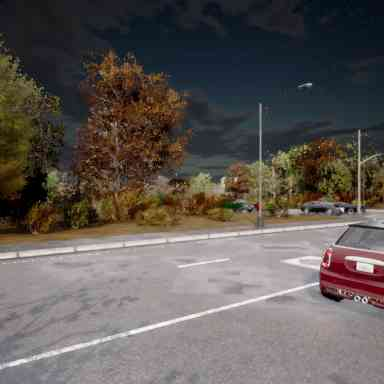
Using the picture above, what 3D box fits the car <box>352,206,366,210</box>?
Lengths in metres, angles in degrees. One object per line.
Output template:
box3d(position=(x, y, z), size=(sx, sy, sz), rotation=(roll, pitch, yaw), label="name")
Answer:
box3d(position=(17.144, 1.827, 37.807), size=(1.895, 1.301, 4.718), rotation=(0, -1, -32), label="car")

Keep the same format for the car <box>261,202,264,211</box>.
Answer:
box3d(position=(10.783, 2.127, 48.012), size=(1.882, 1.535, 5.008), rotation=(0, -3, -32), label="car")

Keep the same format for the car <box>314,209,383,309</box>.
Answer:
box3d(position=(4.811, 1.363, 7.120), size=(4.553, 1.767, 2.097), rotation=(0, 0, -35), label="car")

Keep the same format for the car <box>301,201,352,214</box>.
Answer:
box3d(position=(14.102, 1.709, 36.062), size=(2.128, 1.511, 4.902), rotation=(0, -1, -32), label="car")

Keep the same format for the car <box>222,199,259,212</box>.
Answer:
box3d(position=(6.529, 1.977, 48.219), size=(2.150, 2.045, 5.566), rotation=(0, -3, -32), label="car")
